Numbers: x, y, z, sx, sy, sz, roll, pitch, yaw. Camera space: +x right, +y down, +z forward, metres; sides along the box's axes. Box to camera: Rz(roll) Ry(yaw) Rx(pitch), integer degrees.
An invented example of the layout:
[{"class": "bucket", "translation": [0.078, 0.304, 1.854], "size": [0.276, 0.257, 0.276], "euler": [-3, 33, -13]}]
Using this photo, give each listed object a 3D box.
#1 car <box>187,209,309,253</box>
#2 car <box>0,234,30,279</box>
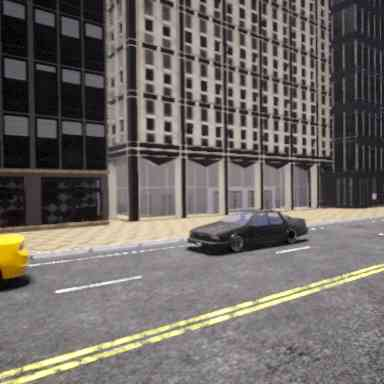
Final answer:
[{"class": "car", "translation": [2.429, 1.426, 13.349], "size": [5.357, 1.411, 2.033], "euler": [-1, 0, -35]}, {"class": "car", "translation": [-6.295, 1.492, 7.175], "size": [5.008, 1.535, 1.882], "euler": [-1, 0, -35]}]
